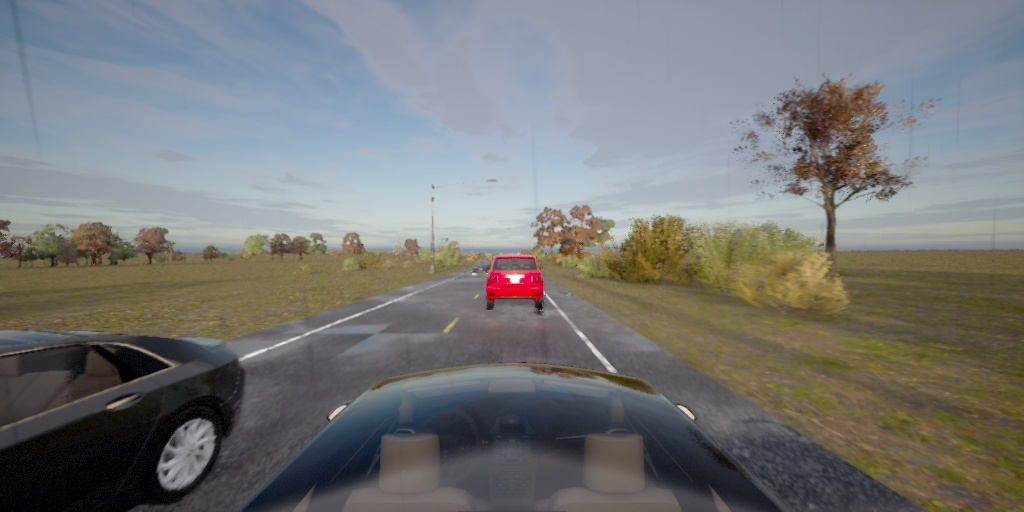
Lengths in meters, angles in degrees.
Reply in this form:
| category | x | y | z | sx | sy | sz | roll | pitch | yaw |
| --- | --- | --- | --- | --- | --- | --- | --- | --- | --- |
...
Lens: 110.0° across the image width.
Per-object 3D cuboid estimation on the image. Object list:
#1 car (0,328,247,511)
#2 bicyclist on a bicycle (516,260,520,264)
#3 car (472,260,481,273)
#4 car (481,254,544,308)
| category | x | y | z | sx | sy | sz | roll | pitch | yaw |
| --- | --- | --- | --- | --- | --- | --- | --- | --- | --- |
| car | -3.598 | 1.255 | 1.607 | 1.837 | 1.490 | 4.892 | 0 | 0 | 0 |
| bicyclist on a bicycle | 0.971 | 1.104 | 56.469 | 0.659 | 1.776 | 1.843 | 0 | 0 | 0 |
| car | -3.569 | 1.242 | 42.544 | 1.837 | 1.490 | 4.892 | 0 | 0 | 0 |
| car | 0.103 | 0.969 | 15.214 | 2.150 | 2.045 | 5.566 | 0 | 0 | 0 |
